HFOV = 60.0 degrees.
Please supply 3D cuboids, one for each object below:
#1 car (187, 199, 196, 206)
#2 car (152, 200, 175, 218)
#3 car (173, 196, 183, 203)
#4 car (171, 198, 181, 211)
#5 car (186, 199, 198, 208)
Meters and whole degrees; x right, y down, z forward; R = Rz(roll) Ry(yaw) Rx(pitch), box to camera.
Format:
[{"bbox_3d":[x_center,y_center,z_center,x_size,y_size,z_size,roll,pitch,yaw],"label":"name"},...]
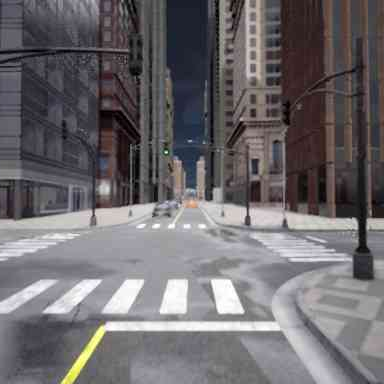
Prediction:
[{"bbox_3d":[-0.053,2.268,73.190,1.882,1.535,5.008,0,-1,0],"label":"car"},{"bbox_3d":[-3.118,1.938,35.171,1.812,1.442,4.674,0,-1,0],"label":"car"},{"bbox_3d":[-3.050,1.706,68.161,2.150,2.045,5.566,0,-1,0],"label":"car"},{"bbox_3d":[-3.100,2.145,52.161,1.812,1.442,4.674,0,-1,0],"label":"car"},{"bbox_3d":[-0.045,2.113,63.125,2.097,1.767,4.553,0,-1,0],"label":"car"}]
